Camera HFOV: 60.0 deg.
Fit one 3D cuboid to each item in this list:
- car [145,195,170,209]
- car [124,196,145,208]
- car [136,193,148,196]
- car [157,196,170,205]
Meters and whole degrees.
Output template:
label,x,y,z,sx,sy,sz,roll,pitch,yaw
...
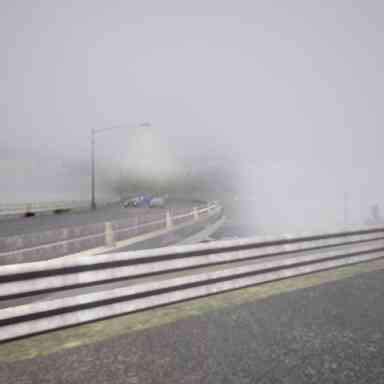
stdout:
label,x,y,z,sx,sy,sz,roll,pitch,yaw
car,-4.538,1.483,44.689,2.033,1.411,5.357,0,0,2
car,-8.048,1.542,46.233,1.895,1.301,4.718,0,0,1
car,-8.274,1.146,56.255,2.150,2.045,5.566,0,0,-6
car,-4.900,1.407,57.291,2.128,1.511,4.902,0,0,-5
